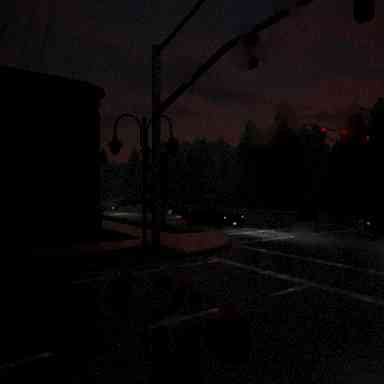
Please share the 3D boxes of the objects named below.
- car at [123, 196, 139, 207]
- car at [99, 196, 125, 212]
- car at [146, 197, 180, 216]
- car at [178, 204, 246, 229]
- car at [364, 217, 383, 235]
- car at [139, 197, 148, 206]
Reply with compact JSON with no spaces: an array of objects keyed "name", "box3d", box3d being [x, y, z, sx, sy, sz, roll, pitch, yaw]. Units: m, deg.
[{"name":"car","box3d":[-10.506,1.352,51.337,2.097,1.767,4.553,0,0,-35]},{"name":"car","box3d":[-9.956,1.493,38.126,2.128,1.511,4.902,0,0,-34]},{"name":"car","box3d":[-2.251,1.547,33.121,2.033,1.411,5.357,0,0,-35]},{"name":"car","box3d":[1.322,1.600,21.888,1.895,1.301,4.718,0,0,-35]},{"name":"car","box3d":[10.610,1.547,14.717,2.033,1.411,5.357,0,0,-35]},{"name":"car","box3d":[-7.940,1.505,53.780,1.837,1.490,4.892,0,0,-35]}]
